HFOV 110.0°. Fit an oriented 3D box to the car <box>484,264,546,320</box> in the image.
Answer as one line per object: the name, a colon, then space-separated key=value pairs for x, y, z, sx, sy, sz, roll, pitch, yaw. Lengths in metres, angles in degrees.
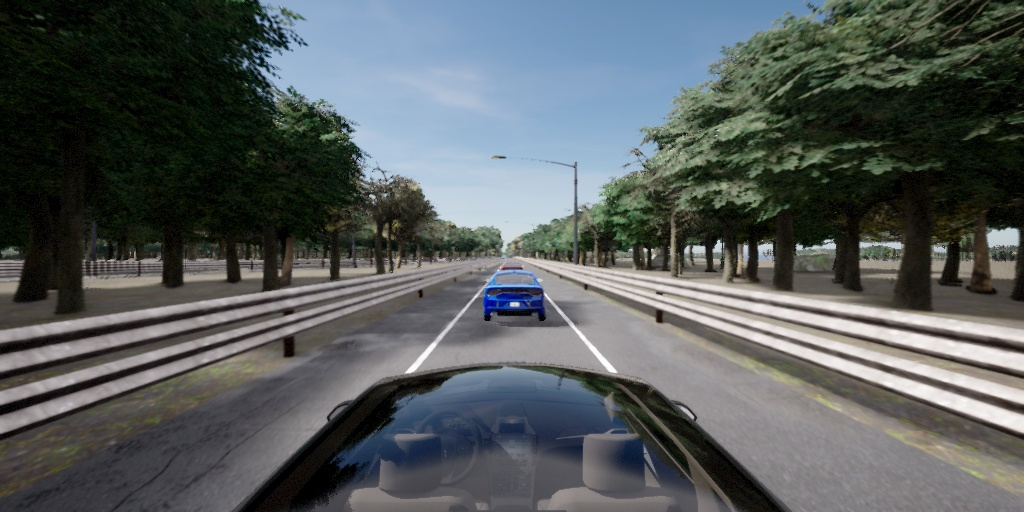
car: x=0.077 y=1.227 z=12.674 sx=1.882 sy=1.535 sz=5.008 roll=0 pitch=0 yaw=0

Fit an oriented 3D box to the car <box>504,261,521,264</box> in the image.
car: x=0.044 y=1.216 z=31.101 sx=1.882 sy=1.535 sz=5.008 roll=0 pitch=0 yaw=0
